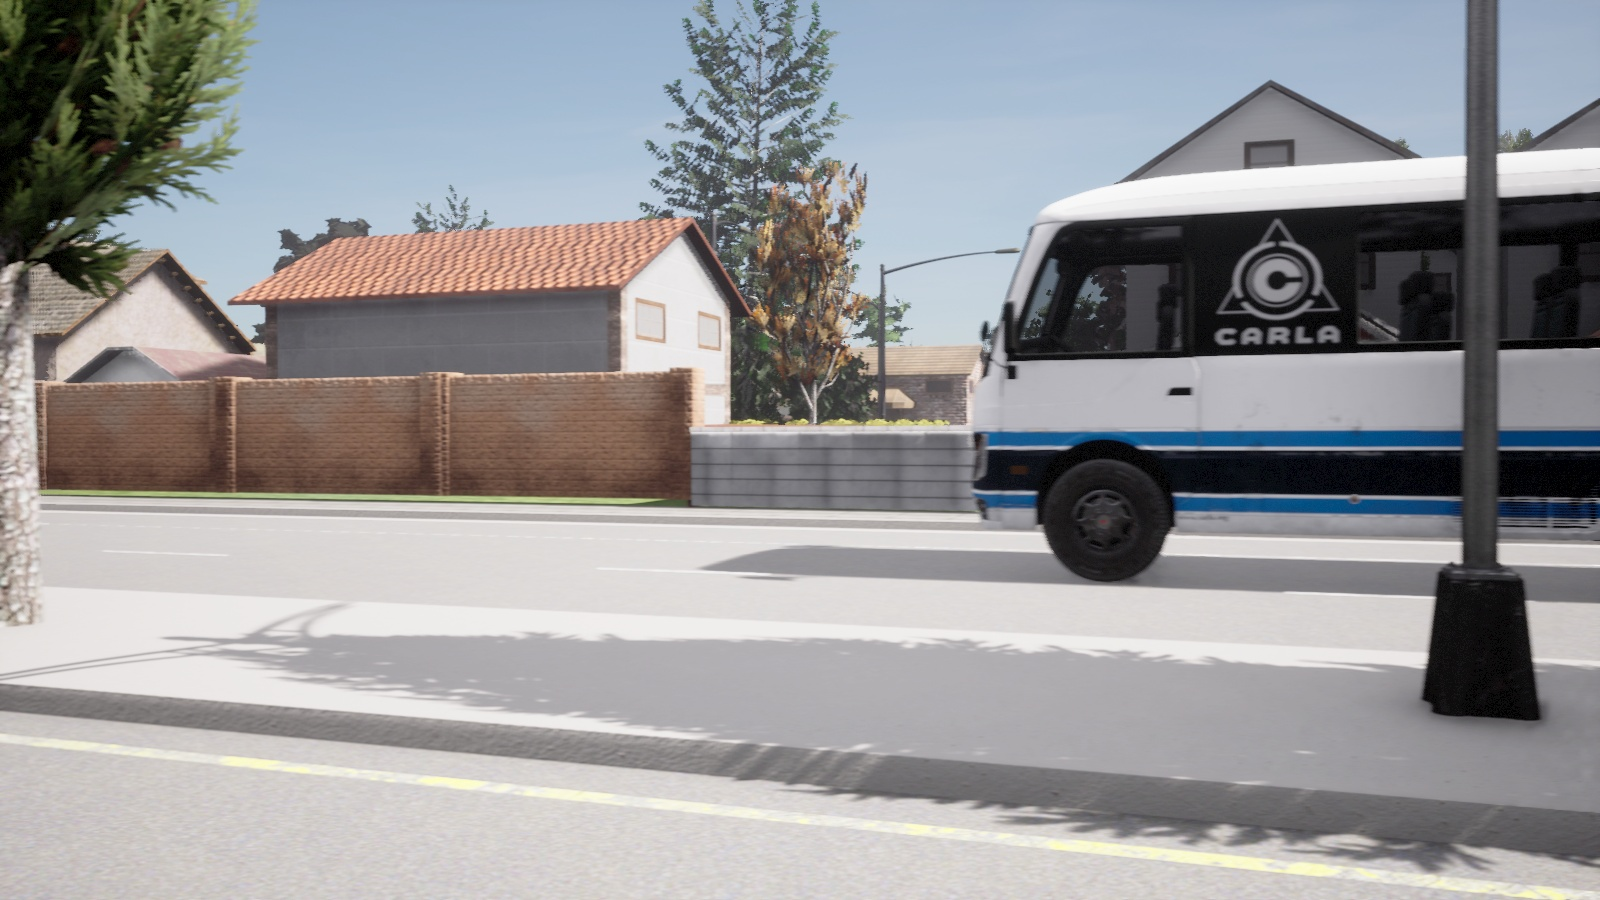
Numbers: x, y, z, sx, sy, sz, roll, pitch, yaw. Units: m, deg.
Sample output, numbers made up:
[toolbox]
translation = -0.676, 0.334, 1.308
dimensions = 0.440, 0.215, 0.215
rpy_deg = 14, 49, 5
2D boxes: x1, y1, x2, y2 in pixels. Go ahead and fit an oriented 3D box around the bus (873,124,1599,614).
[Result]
[bus]
translation = 6.262, -0.738, 13.200
dimensions = 10.273, 4.253, 3.944
rpy_deg = 1, 1, 19
